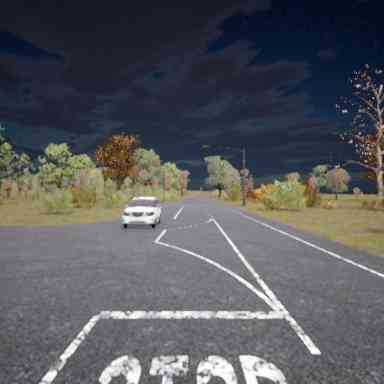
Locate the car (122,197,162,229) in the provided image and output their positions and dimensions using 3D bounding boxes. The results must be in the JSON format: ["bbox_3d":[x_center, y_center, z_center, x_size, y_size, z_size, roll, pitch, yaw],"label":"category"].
[{"bbox_3d":[-3.393,1.378,23.526,2.150,2.045,5.566,0,0,0],"label":"car"}]
